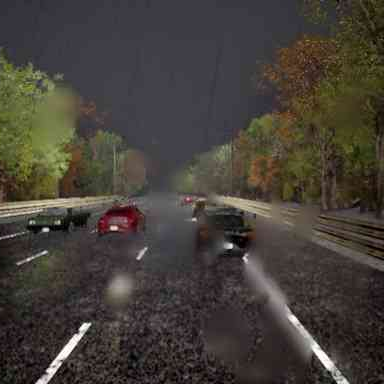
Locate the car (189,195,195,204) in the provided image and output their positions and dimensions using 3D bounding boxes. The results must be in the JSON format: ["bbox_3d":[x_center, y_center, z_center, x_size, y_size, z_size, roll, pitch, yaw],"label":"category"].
[{"bbox_3d":[0.873,1.276,28.356,1.801,1.575,5.366,0,0,-1],"label":"car"}]

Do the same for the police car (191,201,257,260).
[{"bbox_3d":[1.038,1.340,12.173,1.930,1.638,5.238,0,0,0],"label":"police car"}]

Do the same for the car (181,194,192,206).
[{"bbox_3d":[-0.586,1.079,48.521,2.097,1.767,4.553,0,0,-1],"label":"car"}]

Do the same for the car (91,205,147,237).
[{"bbox_3d":[-3.454,1.409,16.958,1.812,1.442,4.674,0,0,0],"label":"car"}]

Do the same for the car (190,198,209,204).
[{"bbox_3d":[0.957,1.380,22.128,1.812,1.442,4.674,0,0,-1],"label":"car"}]

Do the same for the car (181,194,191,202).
[{"bbox_3d":[-1.172,1.183,65.480,1.812,1.442,4.674,0,0,-2],"label":"car"}]

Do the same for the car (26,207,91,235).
[{"bbox_3d":[-6.962,1.478,18.015,1.895,1.301,4.718,0,0,0],"label":"car"}]
